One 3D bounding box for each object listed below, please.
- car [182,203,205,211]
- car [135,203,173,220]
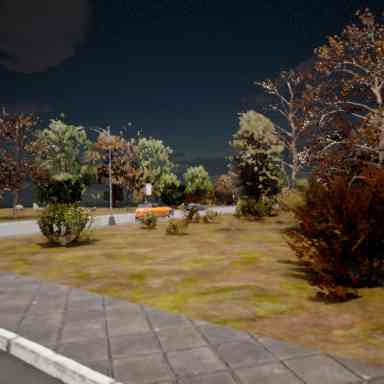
[{"bbox_3d":[0.357,2.602,55.281,2.033,1.411,5.357,-3,-2,32],"label":"car"},{"bbox_3d":[-3.913,1.949,35.005,2.097,1.767,4.553,-3,-2,32],"label":"car"}]
